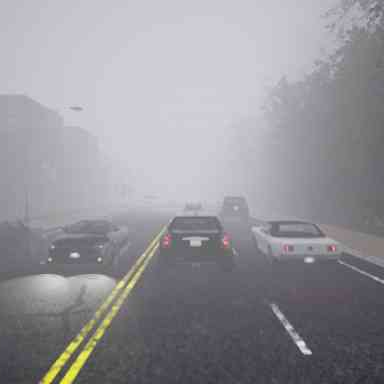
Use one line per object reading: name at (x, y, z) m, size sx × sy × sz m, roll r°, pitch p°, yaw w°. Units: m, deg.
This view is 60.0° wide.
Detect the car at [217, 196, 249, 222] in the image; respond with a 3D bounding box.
car at (3.358, 1.351, 27.907) m, size 2.150 × 2.045 × 5.566 m, roll 0°, pitch 0°, yaw 0°

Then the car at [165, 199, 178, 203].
car at (-3.310, 1.848, 53.088) m, size 1.895 × 1.301 × 4.718 m, roll 0°, pitch 0°, yaw 0°

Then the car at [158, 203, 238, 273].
car at (0.102, 1.404, 11.033) m, size 2.097 × 1.767 × 4.553 m, roll 0°, pitch 0°, yaw 0°

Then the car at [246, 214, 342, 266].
car at (3.354, 1.656, 11.710) m, size 1.895 × 1.301 × 4.718 m, roll 0°, pitch 0°, yaw 0°

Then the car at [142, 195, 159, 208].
car at (-6.561, 1.467, 52.870) m, size 2.150 × 2.045 × 5.566 m, roll 0°, pitch 0°, yaw 0°

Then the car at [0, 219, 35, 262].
car at (-6.598, 1.598, 10.660) m, size 2.033 × 1.411 × 5.357 m, roll 0°, pitch 0°, yaw 0°

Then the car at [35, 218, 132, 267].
car at (-3.347, 1.618, 11.474) m, size 1.994 × 1.385 × 4.181 m, roll 0°, pitch 0°, yaw 0°
